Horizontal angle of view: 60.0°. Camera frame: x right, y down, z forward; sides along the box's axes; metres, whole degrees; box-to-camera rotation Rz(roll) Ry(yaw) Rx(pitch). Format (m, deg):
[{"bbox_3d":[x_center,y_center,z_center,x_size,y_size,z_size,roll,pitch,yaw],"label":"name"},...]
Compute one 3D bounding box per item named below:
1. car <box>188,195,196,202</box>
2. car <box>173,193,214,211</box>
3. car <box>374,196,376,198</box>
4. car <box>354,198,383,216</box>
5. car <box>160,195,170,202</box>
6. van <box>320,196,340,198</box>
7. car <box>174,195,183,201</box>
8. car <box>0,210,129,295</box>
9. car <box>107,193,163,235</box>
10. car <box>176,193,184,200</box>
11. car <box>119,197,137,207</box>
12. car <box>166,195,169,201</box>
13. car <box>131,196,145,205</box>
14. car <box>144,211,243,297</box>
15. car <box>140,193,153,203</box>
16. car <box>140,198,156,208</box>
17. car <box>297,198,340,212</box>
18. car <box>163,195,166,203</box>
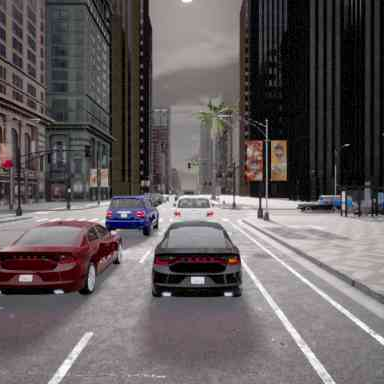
[{"bbox_3d":[-0.041,1.505,76.541,1.837,1.490,4.892,0,0,0],"label":"car"},{"bbox_3d":[0.091,1.221,18.568,2.150,2.045,5.566,0,0,0],"label":"car"},{"bbox_3d":[22.721,1.285,39.801,5.009,1.841,2.192,0,0,0],"label":"car"},{"bbox_3d":[17.053,1.549,31.272,4.403,1.369,2.008,0,0,0],"label":"car"},{"bbox_3d":[-6.545,1.531,80.616,2.128,1.511,4.902,0,0,0],"label":"car"},{"bbox_3d":[17.044,1.315,39.796,3.998,1.788,1.690,0,0,0],"label":"van"},{"bbox_3d":[-3.296,1.497,81.639,1.837,1.490,4.892,0,0,0],"label":"car"},{"bbox_3d":[-3.155,1.477,8.761,1.882,1.535,5.008,0,0,0],"label":"car"},{"bbox_3d":[-3.189,1.221,18.626,2.150,2.045,5.566,0,0,2],"label":"car"},{"bbox_3d":[-3.301,1.195,92.029,2.097,1.767,4.553,0,0,0],"label":"car"},{"bbox_3d":[-9.912,1.494,51.832,2.128,1.511,4.902,0,0,-3],"label":"car"},{"bbox_3d":[-6.539,1.600,70.422,1.895,1.301,4.718,0,0,0],"label":"car"},{"bbox_3d":[-9.847,1.529,61.476,1.812,1.442,4.674,0,0,0],"label":"car"},{"bbox_3d":[0.094,1.477,8.608,1.882,1.535,5.008,0,0,0],"label":"car"},{"bbox_3d":[-9.790,1.230,71.875,2.150,2.045,5.566,0,0,0],"label":"car"},{"bbox_3d":[-6.607,1.603,50.583,1.895,1.301,4.718,0,0,-1],"label":"car"},{"bbox_3d":[14.224,1.584,37.133,4.718,1.301,1.895,0,0,0],"label":"car"},{"bbox_3d":[-6.605,1.225,60.351,2.150,2.045,5.566,0,0,1],"label":"car"}]
